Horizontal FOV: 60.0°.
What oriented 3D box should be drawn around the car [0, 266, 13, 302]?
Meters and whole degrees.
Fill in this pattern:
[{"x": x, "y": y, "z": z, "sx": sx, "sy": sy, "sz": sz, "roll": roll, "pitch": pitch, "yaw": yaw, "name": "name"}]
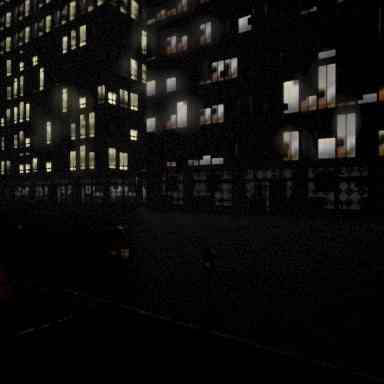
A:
[{"x": -5.549, "y": 1.526, "z": 6.846, "sx": 4.829, "sy": 1.417, "sz": 1.752, "roll": 0, "pitch": 0, "yaw": 36, "name": "car"}]
